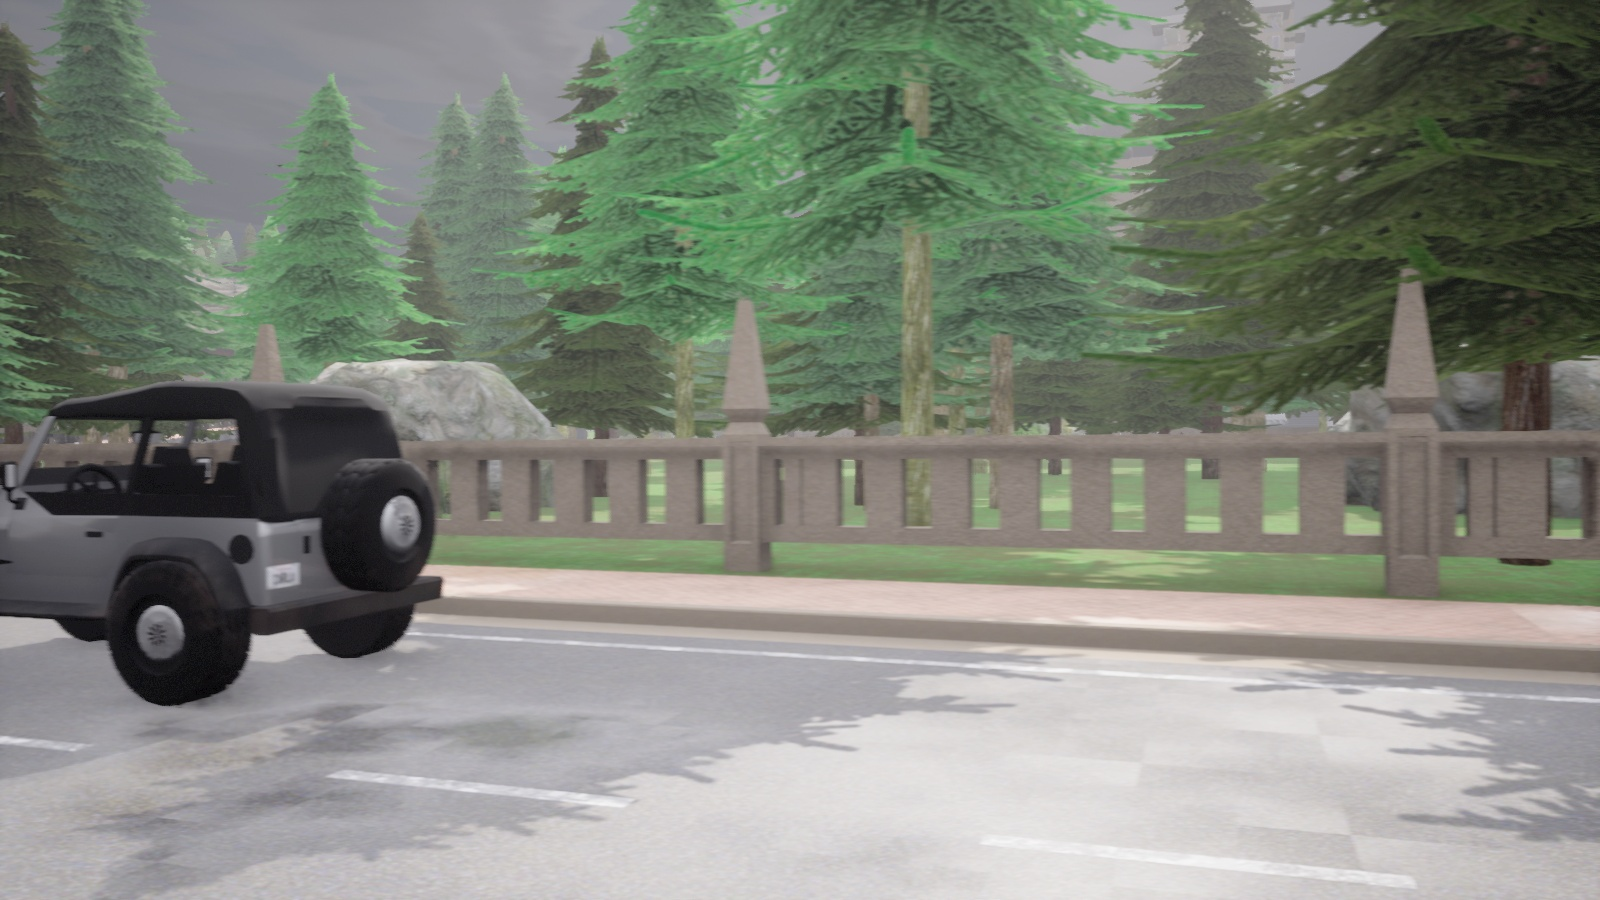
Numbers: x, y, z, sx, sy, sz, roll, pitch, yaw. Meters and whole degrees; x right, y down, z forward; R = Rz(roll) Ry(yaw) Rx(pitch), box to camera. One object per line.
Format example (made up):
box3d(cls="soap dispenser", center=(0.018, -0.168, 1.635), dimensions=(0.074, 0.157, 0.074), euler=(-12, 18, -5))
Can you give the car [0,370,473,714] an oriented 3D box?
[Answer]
box3d(cls="car", center=(-4.390, 0.472, 8.360), dimensions=(3.866, 1.878, 1.905), euler=(1, 1, 19))
